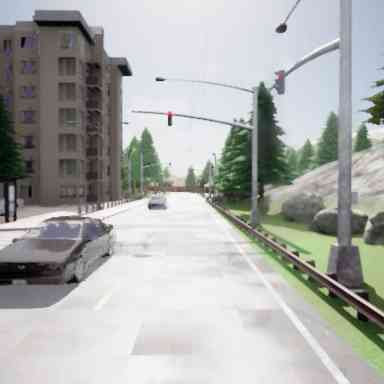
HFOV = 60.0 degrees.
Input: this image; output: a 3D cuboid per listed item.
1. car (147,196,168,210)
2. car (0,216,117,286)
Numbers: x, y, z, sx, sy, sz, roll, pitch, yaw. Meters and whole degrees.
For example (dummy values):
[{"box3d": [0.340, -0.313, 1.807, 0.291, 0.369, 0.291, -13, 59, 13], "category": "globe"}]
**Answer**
[{"box3d": [-3.504, 1.082, 34.943, 2.033, 1.411, 5.357, 0, 1, 0], "category": "car"}, {"box3d": [-3.500, 1.419, 9.405, 2.033, 1.411, 5.357, 0, 1, 0], "category": "car"}]
